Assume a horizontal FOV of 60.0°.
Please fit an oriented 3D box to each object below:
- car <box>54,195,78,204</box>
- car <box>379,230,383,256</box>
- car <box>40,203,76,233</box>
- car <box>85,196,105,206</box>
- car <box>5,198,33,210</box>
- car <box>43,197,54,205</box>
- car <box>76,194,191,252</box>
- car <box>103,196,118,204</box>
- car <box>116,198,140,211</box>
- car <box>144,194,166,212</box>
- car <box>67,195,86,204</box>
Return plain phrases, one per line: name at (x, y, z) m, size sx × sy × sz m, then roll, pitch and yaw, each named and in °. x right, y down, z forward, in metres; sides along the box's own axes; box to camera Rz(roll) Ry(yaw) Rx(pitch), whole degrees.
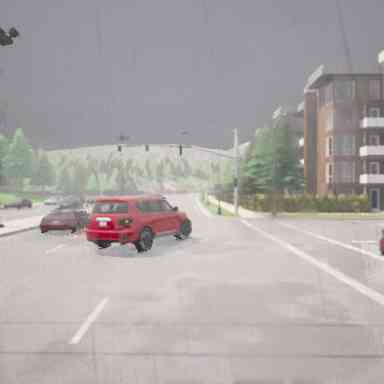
car at (-16.207, 1.529, 44.770) m, size 2.128 × 1.511 × 4.902 m, roll 0°, pitch 0°, yaw 0°
car at (8.262, 1.483, 9.893) m, size 5.008 × 1.535 × 1.882 m, roll 0°, pitch -1°, yaw -5°
car at (-7.342, 1.580, 19.749) m, size 1.994 × 1.385 × 4.181 m, roll 0°, pitch 0°, yaw -2°
car at (-16.195, 1.523, 55.690) m, size 1.882 × 1.535 × 5.008 m, roll 0°, pitch 0°, yaw 1°
car at (-23.200, 1.565, 44.776) m, size 1.812 × 1.442 × 4.674 m, roll 0°, pitch 0°, yaw 0°
car at (-23.189, 1.573, 55.613) m, size 1.812 × 1.442 × 4.674 m, roll 0°, pitch 0°, yaw 1°
car at (-2.029, 1.233, 14.307) m, size 2.150 × 2.045 × 5.566 m, roll -1°, pitch -1°, yaw 25°
car at (-16.138, 1.607, 66.018) m, size 1.994 × 1.385 × 4.181 m, roll 0°, pitch 0°, yaw 0°
car at (-8.014, 1.525, 41.962) m, size 2.128 × 1.511 × 4.902 m, roll 0°, pitch 0°, yaw -1°
car at (-4.513, 1.253, 41.111) m, size 2.150 × 2.045 × 5.566 m, roll 0°, pitch 0°, yaw -1°
car at (-23.131, 1.408, 66.830) m, size 2.097 × 1.767 × 4.553 m, roll 0°, pitch 0°, yaw 0°
